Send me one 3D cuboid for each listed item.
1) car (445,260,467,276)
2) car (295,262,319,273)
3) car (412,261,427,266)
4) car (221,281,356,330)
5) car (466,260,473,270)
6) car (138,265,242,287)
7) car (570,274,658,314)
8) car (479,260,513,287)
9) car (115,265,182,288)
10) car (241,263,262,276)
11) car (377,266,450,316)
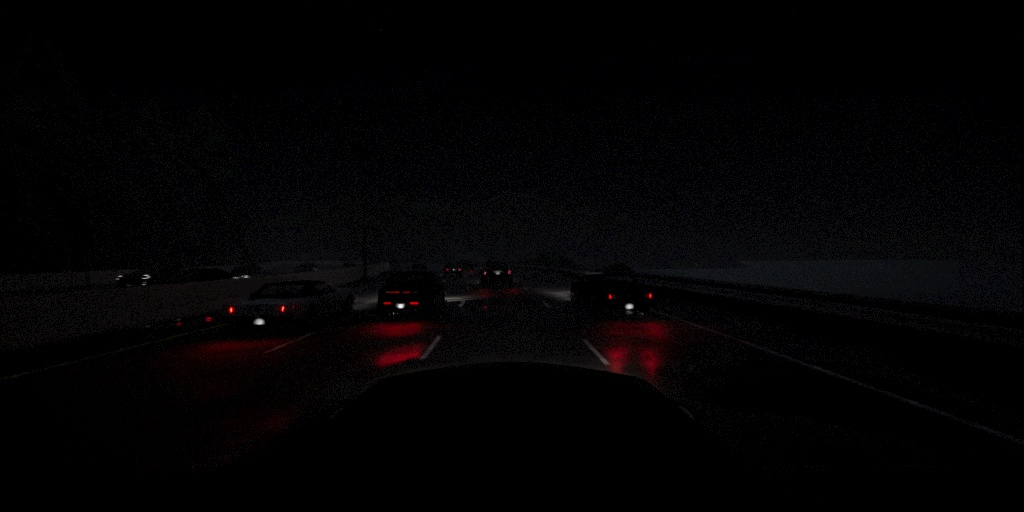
[{"bbox_3d":[-6.348,1.402,38.075,2.033,1.411,5.357,-1,0,-13],"label":"car"},{"bbox_3d":[-27.039,1.618,47.434,2.128,1.511,4.902,-1,0,-14],"label":"car"},{"bbox_3d":[-13.204,1.428,51.049,1.882,1.535,5.008,0,0,-16],"label":"car"},{"bbox_3d":[-6.793,1.445,11.654,1.895,1.301,4.718,-1,0,-4],"label":"car"},{"bbox_3d":[-7.322,1.383,55.919,1.837,1.490,4.892,0,0,-17],"label":"car"},{"bbox_3d":[-18.622,1.507,21.114,1.837,1.490,4.892,-1,0,-6],"label":"car"},{"bbox_3d":[3.583,1.312,13.626,1.895,1.301,4.718,-1,0,-4],"label":"car"},{"bbox_3d":[-1.190,1.132,25.201,2.097,1.767,4.553,-1,0,-7],"label":"car"},{"bbox_3d":[-26.353,1.457,26.535,2.097,1.767,4.553,-1,0,-8],"label":"car"},{"bbox_3d":[-33.891,1.718,45.999,1.837,1.490,4.892,-1,0,-14],"label":"car"},{"bbox_3d":[-3.677,1.310,13.719,1.837,1.490,4.892,0,0,-4],"label":"car"}]
